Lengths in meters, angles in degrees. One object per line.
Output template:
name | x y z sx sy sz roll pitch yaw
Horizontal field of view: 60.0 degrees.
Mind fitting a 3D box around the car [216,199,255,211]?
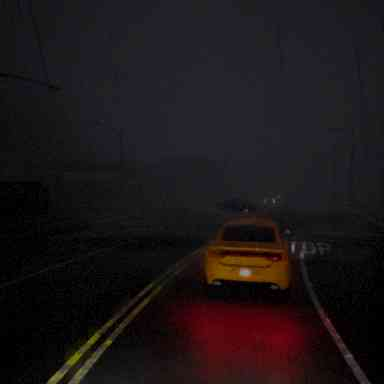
car | 4.033 1.289 31.763 1.895 1.301 4.718 0 2 -22

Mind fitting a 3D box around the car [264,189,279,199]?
car | 14.284 0.432 60.473 1.837 1.490 4.892 1 2 19

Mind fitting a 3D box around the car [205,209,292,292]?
car | 1.632 1.457 9.079 1.882 1.535 5.008 0 0 13

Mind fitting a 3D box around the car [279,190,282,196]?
car | 19.293 0.089 75.639 1.994 1.385 4.181 1 2 18
